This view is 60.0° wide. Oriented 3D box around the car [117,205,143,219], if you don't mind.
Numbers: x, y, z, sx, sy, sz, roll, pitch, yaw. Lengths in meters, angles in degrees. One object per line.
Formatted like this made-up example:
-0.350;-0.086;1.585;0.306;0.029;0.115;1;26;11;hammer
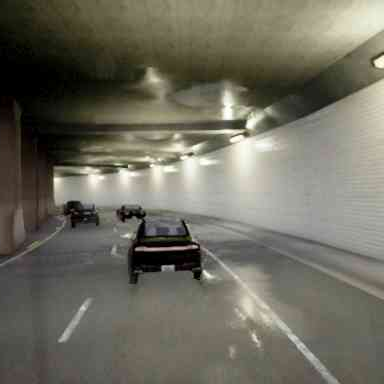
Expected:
-5.168;1.694;27.764;1.895;1.301;4.718;-1;0;-19;car

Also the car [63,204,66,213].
-13.663;1.740;38.430;1.837;1.490;4.892;-1;0;-28;car

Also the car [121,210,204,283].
-0.882;1.509;9.887;2.128;1.511;4.902;-1;0;-8;car

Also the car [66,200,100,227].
-7.831;1.626;24.448;2.128;1.511;4.902;-1;0;-17;car
